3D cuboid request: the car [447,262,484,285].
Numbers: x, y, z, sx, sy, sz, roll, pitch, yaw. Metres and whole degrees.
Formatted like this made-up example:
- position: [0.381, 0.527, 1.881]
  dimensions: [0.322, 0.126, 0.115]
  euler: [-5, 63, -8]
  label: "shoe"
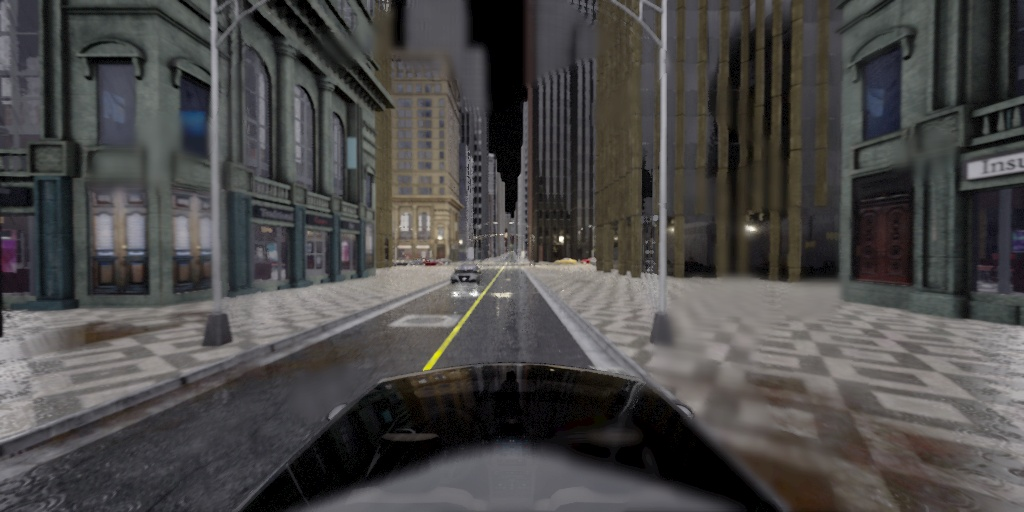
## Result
- position: [-3.095, 1.284, 25.234]
  dimensions: [1.994, 1.385, 4.181]
  euler: [0, 0, 0]
  label: "car"
